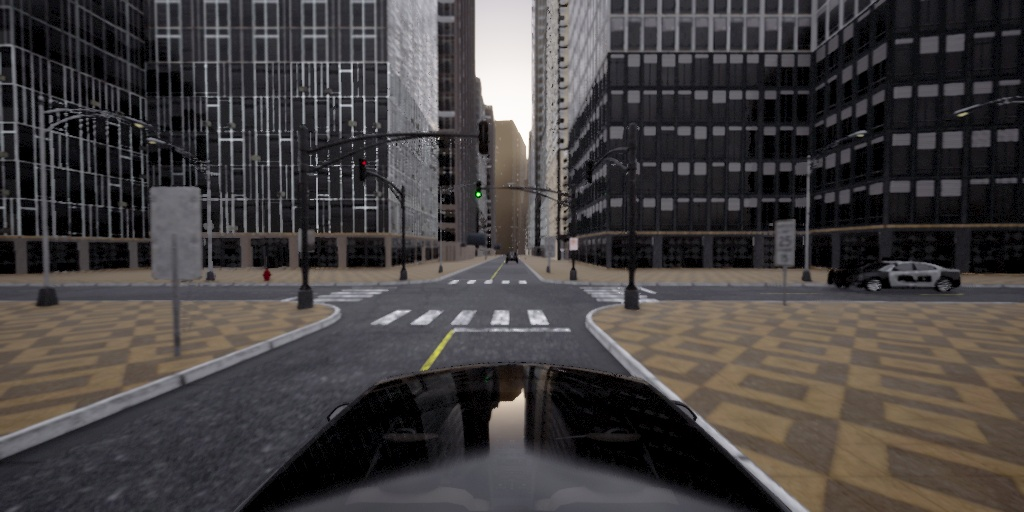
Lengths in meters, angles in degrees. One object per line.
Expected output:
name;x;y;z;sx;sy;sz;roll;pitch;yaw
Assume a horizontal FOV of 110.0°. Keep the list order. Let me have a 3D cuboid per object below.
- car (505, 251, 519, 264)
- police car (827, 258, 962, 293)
car;0.003;0.222;60.631;2.150;2.045;5.566;0;1;0
police car;18.794;0.912;17.821;5.238;1.638;1.930;0;1;4
